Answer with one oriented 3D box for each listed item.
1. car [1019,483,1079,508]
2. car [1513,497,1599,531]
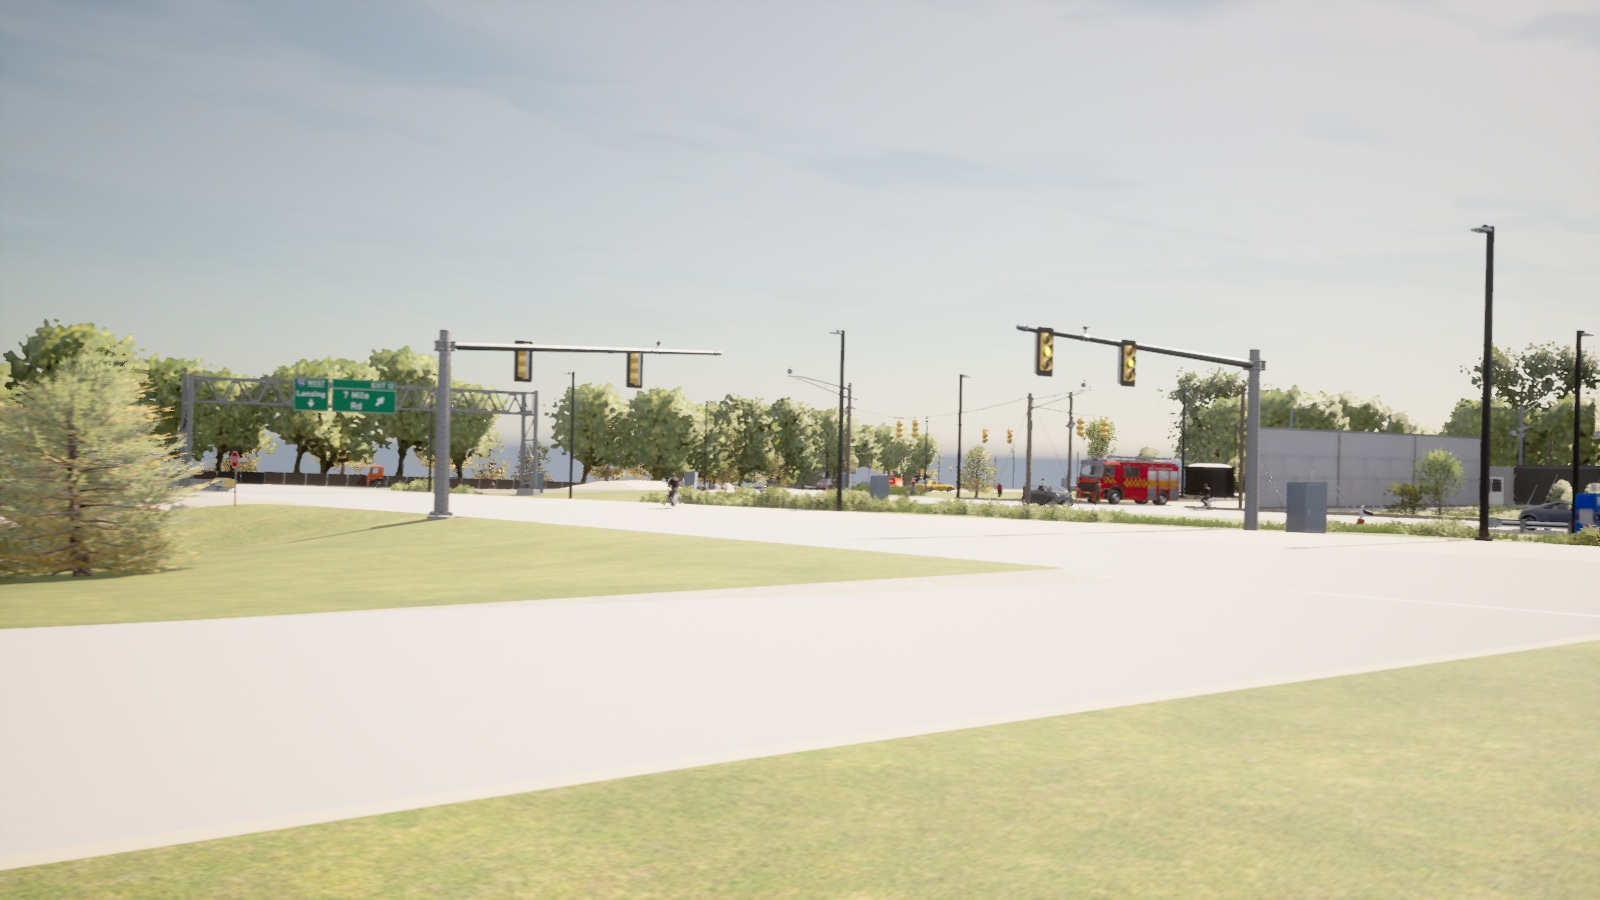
[{"bbox_3d":[16.523,3.003,83.378,1.845,1.501,3.633,1,-1,-34],"label":"car"},{"bbox_3d":[34.734,2.861,56.473,1.994,1.385,4.181,1,-1,-35],"label":"car"}]
